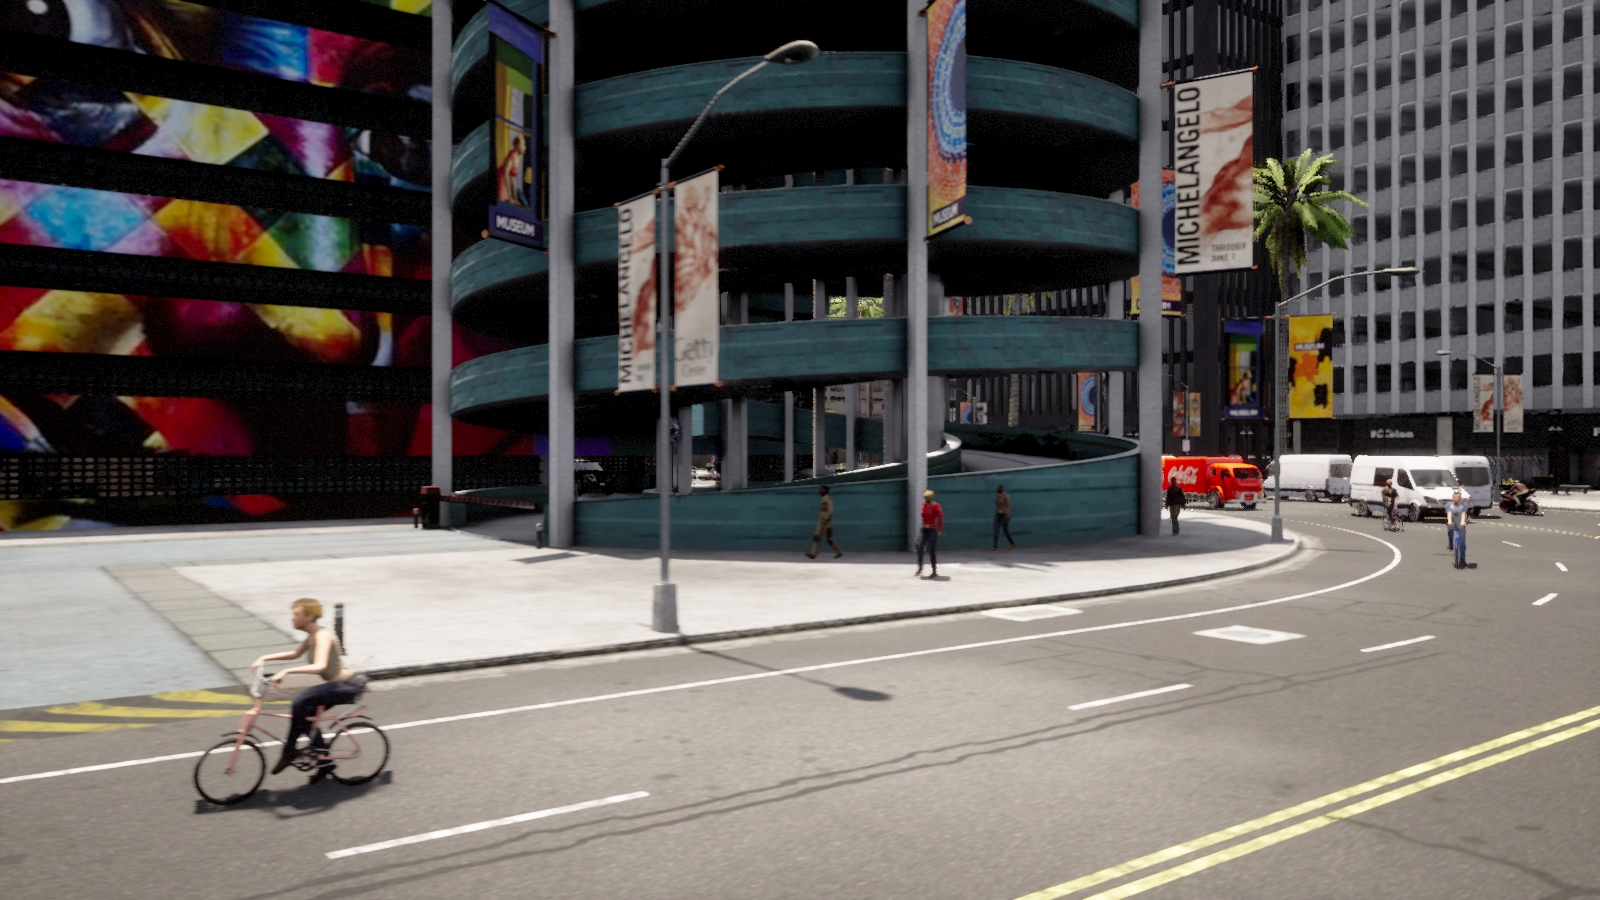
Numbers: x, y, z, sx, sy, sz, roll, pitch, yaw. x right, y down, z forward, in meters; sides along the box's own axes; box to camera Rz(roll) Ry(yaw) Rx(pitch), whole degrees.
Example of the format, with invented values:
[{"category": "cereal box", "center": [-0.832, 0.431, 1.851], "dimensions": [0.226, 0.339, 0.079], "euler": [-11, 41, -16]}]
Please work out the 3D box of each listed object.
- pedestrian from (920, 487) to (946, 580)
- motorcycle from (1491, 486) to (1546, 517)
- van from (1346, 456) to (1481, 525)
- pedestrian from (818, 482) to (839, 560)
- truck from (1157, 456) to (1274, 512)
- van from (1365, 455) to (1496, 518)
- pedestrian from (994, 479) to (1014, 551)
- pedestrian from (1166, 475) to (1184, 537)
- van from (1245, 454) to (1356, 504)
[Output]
[{"category": "pedestrian", "center": [2.722, 1.698, 23.401], "dimensions": [0.375, 1.860, 0.375], "euler": [0, 0, 38]}, {"category": "motorcycle", "center": [31.117, 2.207, 49.513], "dimensions": [0.867, 1.251, 2.209], "euler": [-1, 0, -5]}, {"category": "van", "center": [24.412, 1.536, 45.787], "dimensions": [1.988, 2.561, 5.915], "euler": [0, 0, -2]}, {"category": "pedestrian", "center": [0.680, 1.698, 27.490], "dimensions": [0.375, 1.860, 0.375], "euler": [0, 0, -25]}, {"category": "truck", "center": [19.693, 1.565, 54.449], "dimensions": [2.627, 2.467, 5.204], "euler": [0, 0, -17]}, {"category": "van", "center": [27.542, 1.537, 50.209], "dimensions": [1.988, 2.561, 5.915], "euler": [0, 0, -6]}, {"category": "pedestrian", "center": [5.339, 1.698, 29.884], "dimensions": [0.375, 1.860, 0.375], "euler": [0, 0, -35]}, {"category": "pedestrian", "center": [11.356, 1.698, 34.619], "dimensions": [0.375, 1.860, 0.375], "euler": [0, 0, -42]}, {"category": "van", "center": [27.535, 1.538, 63.117], "dimensions": [1.988, 2.561, 5.915], "euler": [0, 0, -22]}]
